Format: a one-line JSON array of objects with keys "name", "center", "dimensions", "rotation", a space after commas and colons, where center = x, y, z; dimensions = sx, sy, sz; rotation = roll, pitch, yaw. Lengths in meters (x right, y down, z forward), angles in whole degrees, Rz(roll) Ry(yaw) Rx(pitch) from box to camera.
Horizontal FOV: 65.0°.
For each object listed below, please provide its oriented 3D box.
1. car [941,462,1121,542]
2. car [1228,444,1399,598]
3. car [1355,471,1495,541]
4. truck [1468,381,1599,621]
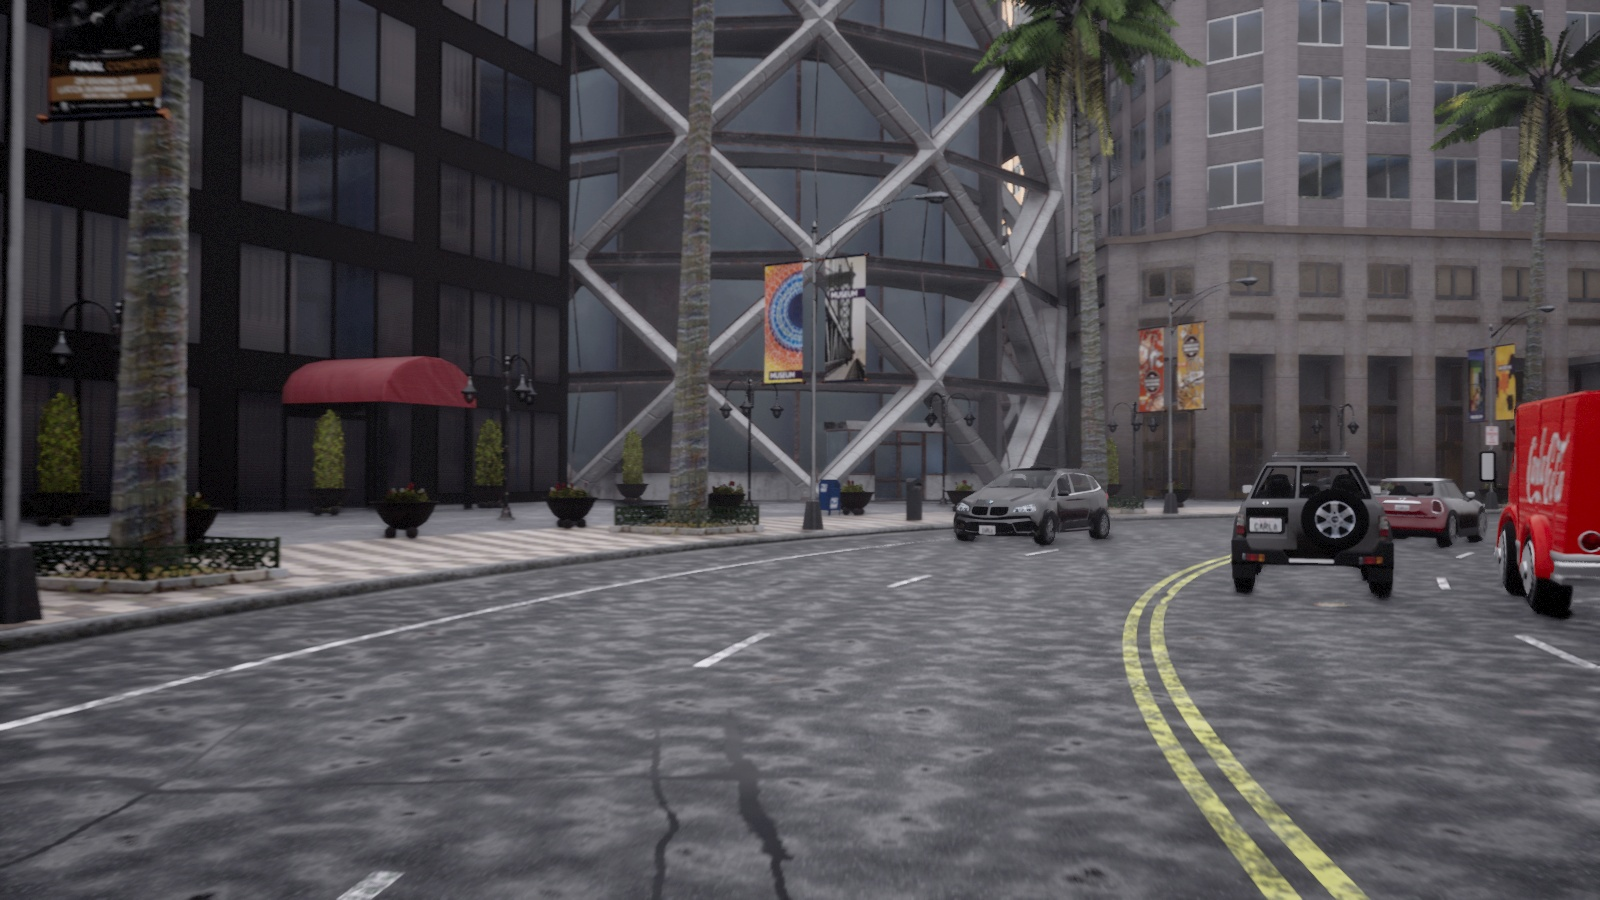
[{"name": "car", "center": [5.374, 1.123, 28.753], "dimensions": [2.242, 1.667, 4.611], "rotation": [-1, -1, 36]}, {"name": "car", "center": [7.207, 0.904, 17.692], "dimensions": [1.932, 1.855, 4.605], "rotation": [-1, -1, 22]}, {"name": "car", "center": [14.320, 1.214, 28.684], "dimensions": [1.970, 1.475, 3.806], "rotation": [-1, -1, 41]}, {"name": "truck", "center": [9.904, 0.548, 15.079], "dimensions": [2.627, 2.467, 5.204], "rotation": [-1, -1, 20]}]
